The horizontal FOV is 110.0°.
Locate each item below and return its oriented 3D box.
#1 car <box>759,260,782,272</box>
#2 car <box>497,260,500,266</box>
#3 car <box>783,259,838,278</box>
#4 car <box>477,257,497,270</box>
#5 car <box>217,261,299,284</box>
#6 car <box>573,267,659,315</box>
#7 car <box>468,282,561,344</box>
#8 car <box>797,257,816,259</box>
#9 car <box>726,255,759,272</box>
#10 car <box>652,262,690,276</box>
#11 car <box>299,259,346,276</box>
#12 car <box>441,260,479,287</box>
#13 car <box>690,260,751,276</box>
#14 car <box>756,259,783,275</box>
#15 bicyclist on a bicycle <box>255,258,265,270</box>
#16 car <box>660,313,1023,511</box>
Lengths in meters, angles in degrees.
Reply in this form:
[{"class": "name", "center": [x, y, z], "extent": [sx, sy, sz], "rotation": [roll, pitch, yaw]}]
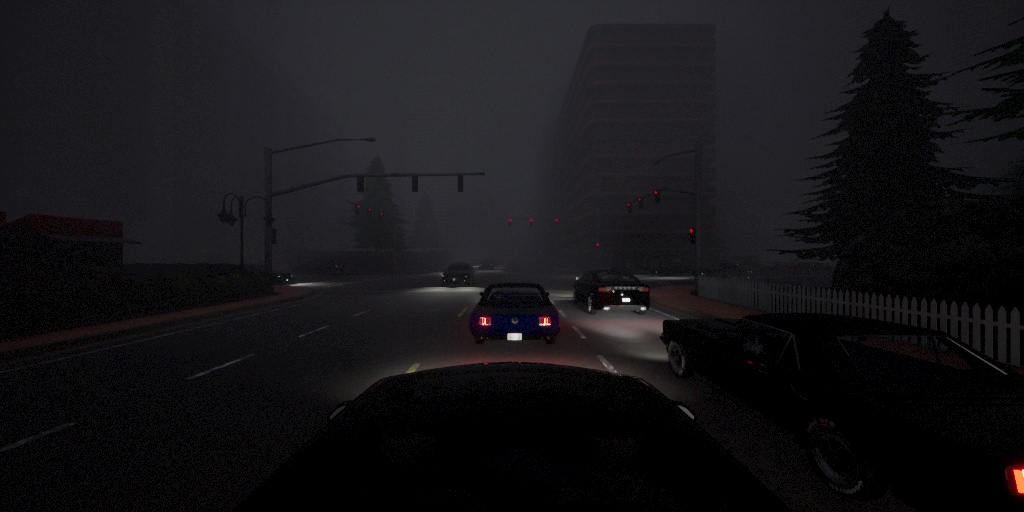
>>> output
[{"class": "car", "center": [33.369, 1.220, 46.213], "extent": [1.812, 1.442, 4.674], "rotation": [0, 0, 42]}, {"class": "car", "center": [-3.577, 1.256, 64.066], "extent": [1.837, 1.490, 4.892], "rotation": [0, 0, 0]}, {"class": "car", "center": [27.751, 1.242, 32.965], "extent": [5.357, 1.411, 2.033], "rotation": [0, 0, -28]}, {"class": "car", "center": [-3.609, 1.228, 51.970], "extent": [1.882, 1.535, 5.008], "rotation": [0, 0, 0]}, {"class": "car", "center": [-17.917, 1.242, 24.337], "extent": [5.357, 1.411, 2.033], "rotation": [0, 0, 0]}, {"class": "car", "center": [3.584, 1.228, 13.706], "extent": [1.882, 1.535, 5.008], "rotation": [0, 0, 0]}, {"class": "car", "center": [0.072, 1.351, 9.500], "extent": [1.895, 1.301, 4.718], "rotation": [0, 0, 0]}, {"class": "car", "center": [36.247, 0.916, 44.150], "extent": [2.150, 2.045, 5.566], "rotation": [0, 0, 43]}, {"class": "car", "center": [25.640, 0.916, 40.091], "extent": [5.566, 2.045, 2.150], "rotation": [0, 0, -31]}, {"class": "car", "center": [16.580, 1.295, 36.488], "extent": [4.718, 1.301, 1.895], "rotation": [0, 0, -14]}, {"class": "car", "center": [-18.810, 1.046, 34.975], "extent": [4.553, 1.767, 2.097], "rotation": [0, 0, -1]}, {"class": "car", "center": [-3.606, 1.238, 24.668], "extent": [1.837, 1.490, 4.892], "rotation": [0, 0, 0]}, {"class": "car", "center": [19.562, 1.295, 33.639], "extent": [4.718, 1.301, 1.895], "rotation": [0, 0, -18]}, {"class": "car", "center": [27.911, 1.295, 37.402], "extent": [4.718, 1.301, 1.895], "rotation": [0, 0, -31]}, {"class": "bicyclist on a bicycle", "center": [-27.897, 0.996, 39.744], "extent": [0.582, 1.620, 1.656], "rotation": [0, 0, 0]}, {"class": "car", "center": [3.600, 1.351, 4.386], "extent": [1.895, 1.301, 4.718], "rotation": [0, 0, 0]}]
